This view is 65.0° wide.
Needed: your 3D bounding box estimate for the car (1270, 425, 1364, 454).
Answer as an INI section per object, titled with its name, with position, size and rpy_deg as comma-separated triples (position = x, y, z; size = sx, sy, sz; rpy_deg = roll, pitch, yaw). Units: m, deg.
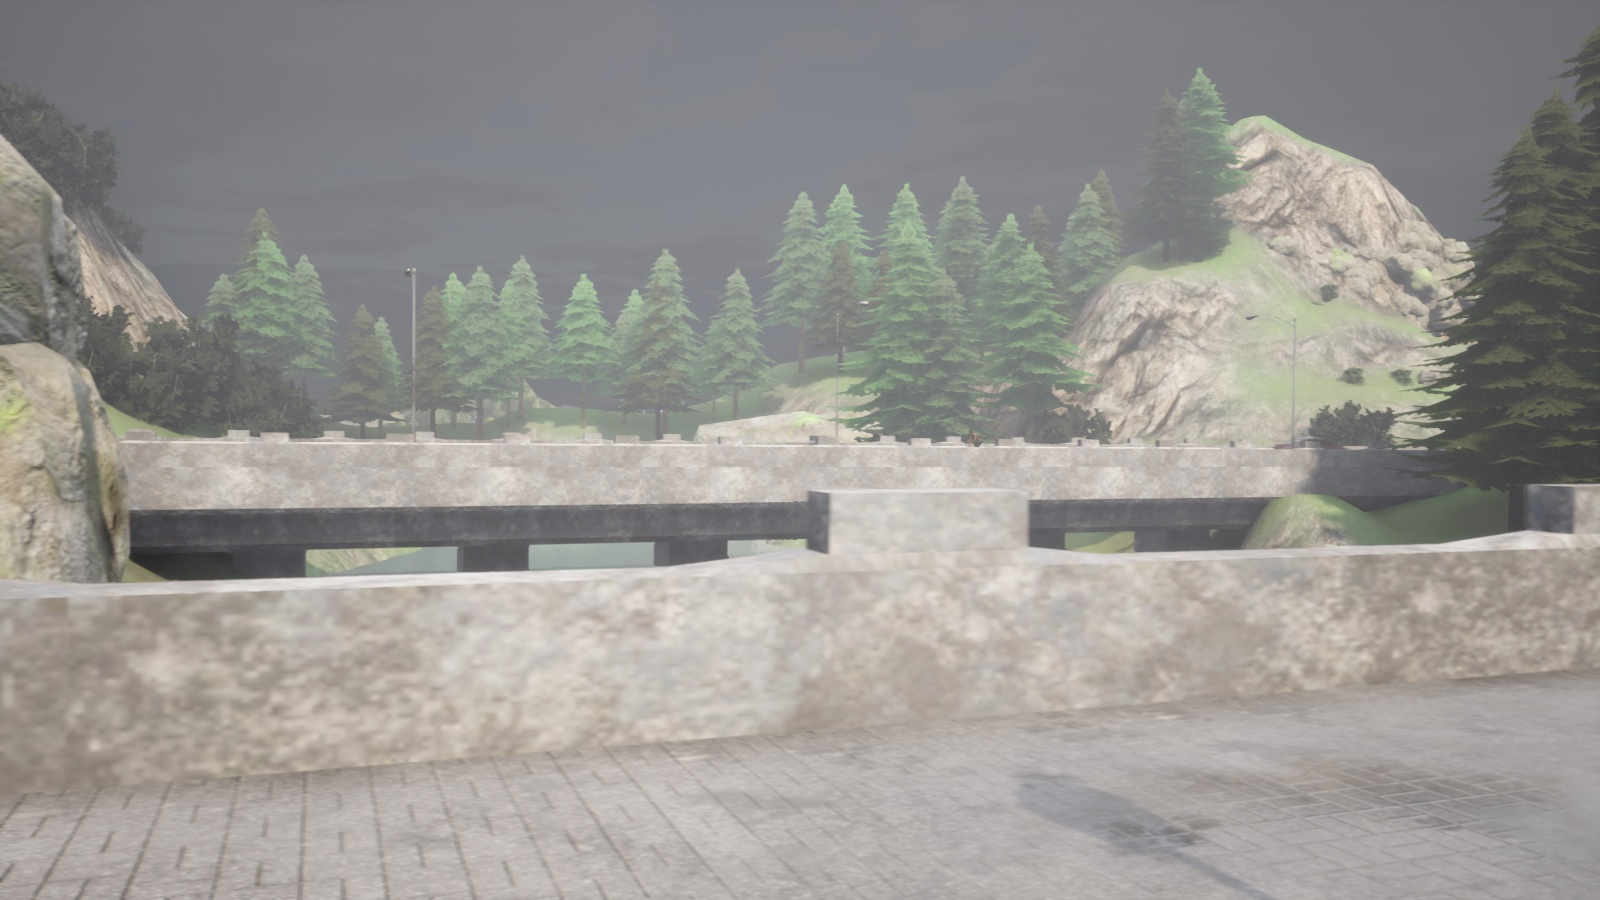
[car]
position = 27.723, -0.571, 67.277
size = 4.674, 1.442, 1.812
rpy_deg = -1, 1, -21
